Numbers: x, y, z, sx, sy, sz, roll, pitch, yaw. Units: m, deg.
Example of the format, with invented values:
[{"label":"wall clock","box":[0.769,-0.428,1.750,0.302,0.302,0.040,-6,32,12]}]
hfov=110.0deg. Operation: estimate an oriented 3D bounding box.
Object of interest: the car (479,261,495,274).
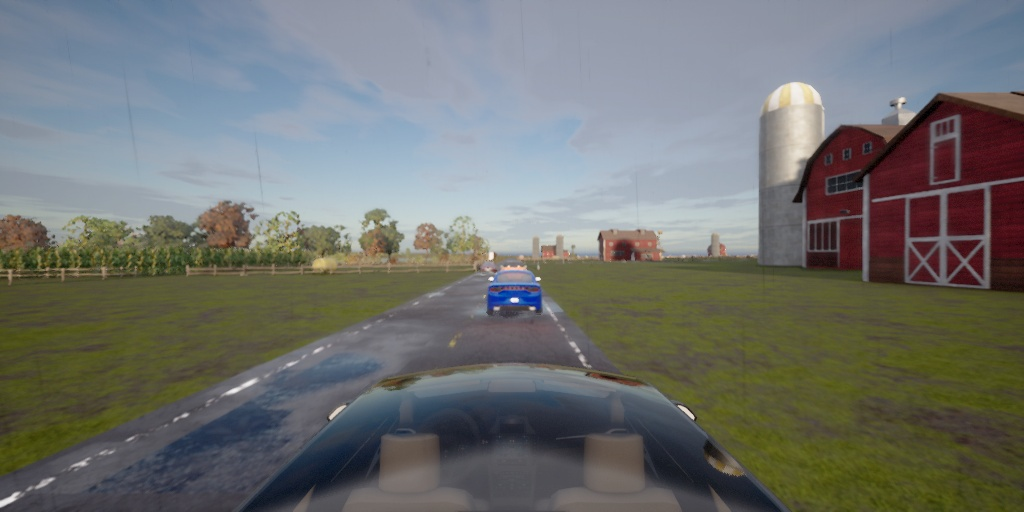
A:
[{"label":"car","box":[-2.763,1.363,43.658,1.812,1.442,4.674,0,0,0]}]

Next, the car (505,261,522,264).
[{"label":"car","box":[0.134,1.163,28.869,2.097,1.767,4.553,0,0,0]}]

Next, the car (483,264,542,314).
[{"label":"car","box":[0.104,1.257,13.937,1.882,1.535,5.008,0,0,0]}]
